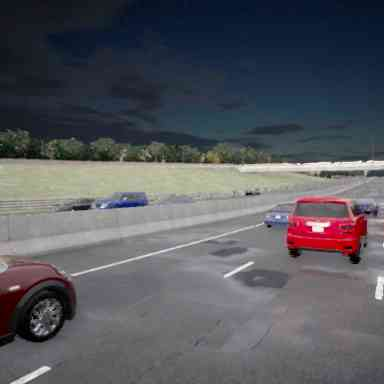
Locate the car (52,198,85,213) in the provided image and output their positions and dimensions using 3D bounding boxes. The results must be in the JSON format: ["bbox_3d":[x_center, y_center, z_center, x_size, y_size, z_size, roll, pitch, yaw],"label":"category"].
[{"bbox_3d":[-9.687,1.286,28.714,1.837,1.490,4.892,0,1,31],"label":"car"}]

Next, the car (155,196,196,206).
[{"bbox_3d":[-1.425,1.117,28.880,2.097,1.767,4.553,0,1,31],"label":"car"}]

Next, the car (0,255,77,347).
[{"bbox_3d":[-3.738,1.321,4.208,2.097,1.767,4.553,0,0,31],"label":"car"}]

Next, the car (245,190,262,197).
[{"bbox_3d":[11.842,0.238,64.441,1.895,1.301,4.718,0,2,31],"label":"car"}]

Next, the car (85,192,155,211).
[{"bbox_3d":[-5.921,1.005,28.186,2.150,2.045,5.566,0,1,31],"label":"car"}]

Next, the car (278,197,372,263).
[{"bbox_3d":[5.119,1.181,12.177,2.150,2.045,5.566,0,1,31],"label":"car"}]

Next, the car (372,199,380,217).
[{"bbox_3d":[14.786,1.238,28.314,1.812,1.442,4.674,0,1,31],"label":"car"}]

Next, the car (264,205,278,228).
[{"bbox_3d":[6.063,1.417,20.566,2.033,1.411,5.357,0,1,31],"label":"car"}]
